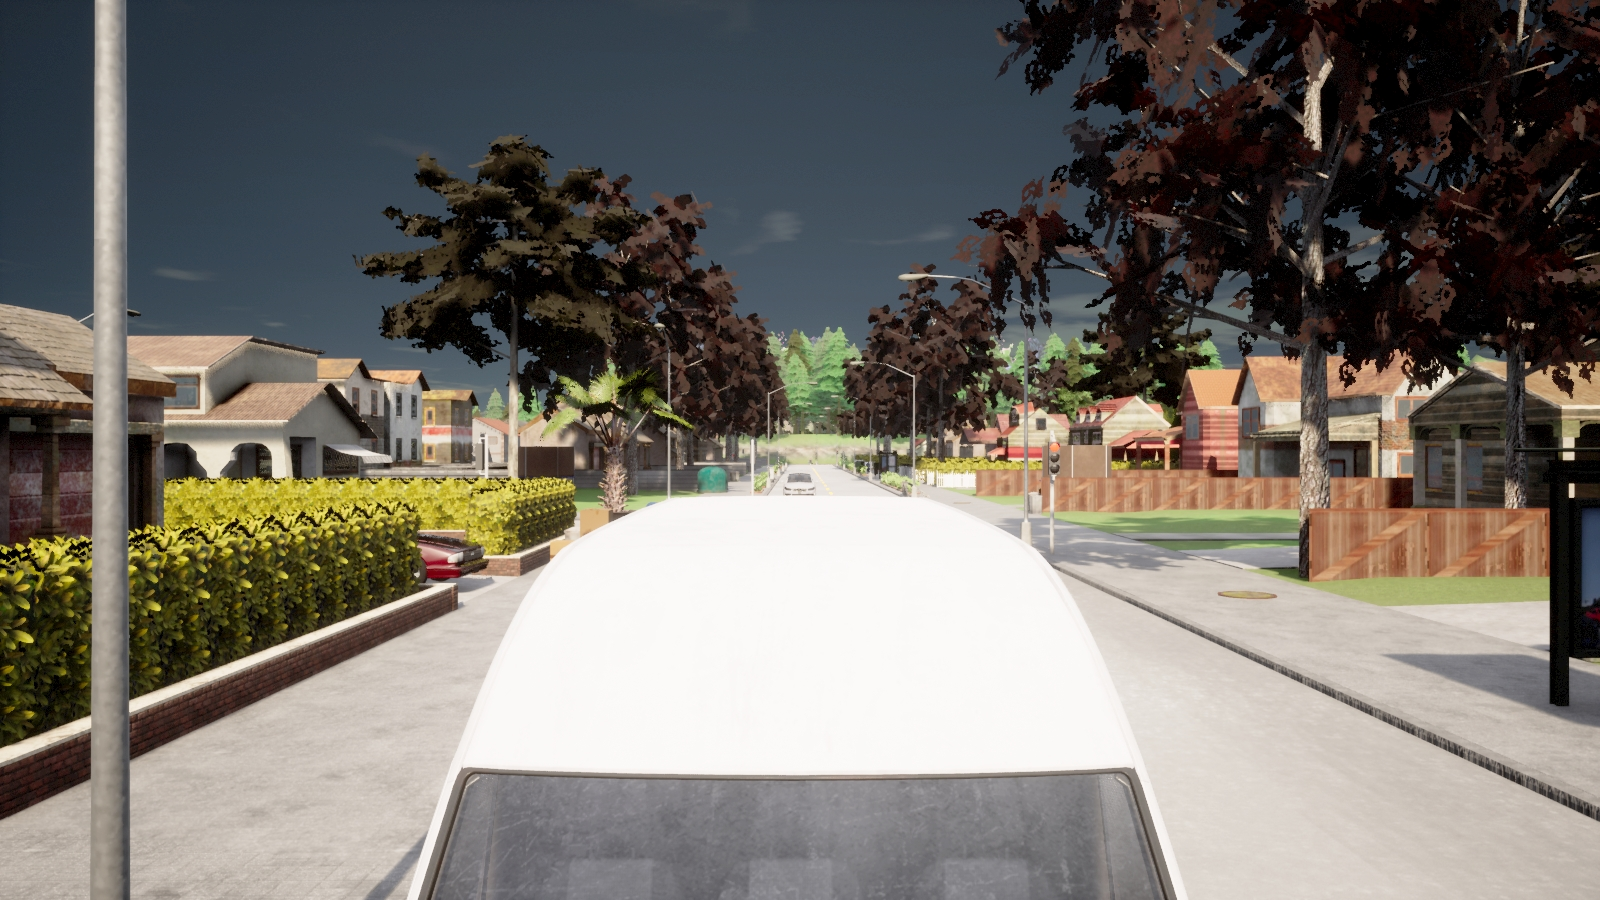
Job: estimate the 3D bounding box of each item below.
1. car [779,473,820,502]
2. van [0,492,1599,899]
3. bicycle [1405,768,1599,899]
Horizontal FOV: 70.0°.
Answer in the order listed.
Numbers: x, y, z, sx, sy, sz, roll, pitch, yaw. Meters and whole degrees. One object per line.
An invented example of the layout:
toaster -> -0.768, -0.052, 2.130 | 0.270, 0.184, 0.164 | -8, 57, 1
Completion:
car -> -0.024, 2.087, 64.511 | 2.231, 1.480, 4.892 | 0, 0, 0
van -> 0.002, 1.537, 4.030 | 1.988, 2.561, 5.915 | 0, 0, 0
bicycle -> 2.687, 2.062, 3.843 | 0.329, 1.471, 1.835 | 0, 0, 0
